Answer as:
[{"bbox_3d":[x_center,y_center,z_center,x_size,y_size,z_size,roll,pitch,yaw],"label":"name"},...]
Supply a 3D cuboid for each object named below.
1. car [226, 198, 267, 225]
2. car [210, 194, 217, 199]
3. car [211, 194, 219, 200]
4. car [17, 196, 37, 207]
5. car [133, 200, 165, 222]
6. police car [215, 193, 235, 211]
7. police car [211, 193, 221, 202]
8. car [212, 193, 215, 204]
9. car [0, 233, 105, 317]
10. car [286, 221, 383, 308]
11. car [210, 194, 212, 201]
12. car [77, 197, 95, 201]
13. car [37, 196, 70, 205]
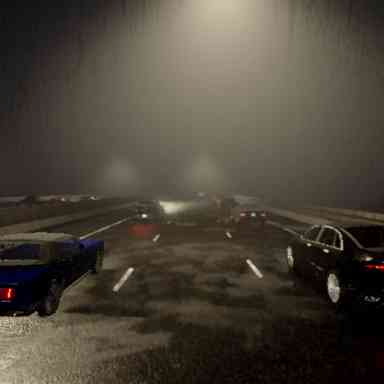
[{"bbox_3d":[3.772,1.410,22.791,2.033,1.411,5.357,0,0,1],"label":"car"},{"bbox_3d":[5.996,1.227,91.315,1.895,1.301,4.718,0,0,3],"label":"car"},{"bbox_3d":[5.441,1.147,80.376,1.837,1.490,4.892,0,0,3],"label":"car"},{"bbox_3d":[-20.521,1.273,42.630,1.812,1.442,4.674,0,0,2],"label":"car"},{"bbox_3d":[-3.191,1.352,25.036,1.837,1.490,4.892,0,0,1],"label":"car"},{"bbox_3d":[3.922,1.206,36.822,1.930,1.638,5.238,0,0,1],"label":"police car"},{"bbox_3d":[4.961,1.093,69.574,1.930,1.638,5.238,0,0,2],"label":"police car"},{"bbox_3d":[4.201,1.187,47.822,1.801,1.575,5.366,0,0,2],"label":"car"},{"bbox_3d":[-3.373,1.555,7.306,1.895,1.301,4.718,0,0,0],"label":"car"},{"bbox_3d":[3.632,1.453,7.806,1.837,1.490,4.892,0,-1,0],"label":"car"},{"bbox_3d":[4.548,1.152,58.739,1.801,1.575,5.366,0,0,2],"label":"car"},{"bbox_3d":[-13.524,1.313,42.517,1.994,1.385,4.181,0,0,2],"label":"car"},{"bbox_3d":[-17.054,1.354,41.643,1.895,1.301,4.718,0,0,2],"label":"car"}]
